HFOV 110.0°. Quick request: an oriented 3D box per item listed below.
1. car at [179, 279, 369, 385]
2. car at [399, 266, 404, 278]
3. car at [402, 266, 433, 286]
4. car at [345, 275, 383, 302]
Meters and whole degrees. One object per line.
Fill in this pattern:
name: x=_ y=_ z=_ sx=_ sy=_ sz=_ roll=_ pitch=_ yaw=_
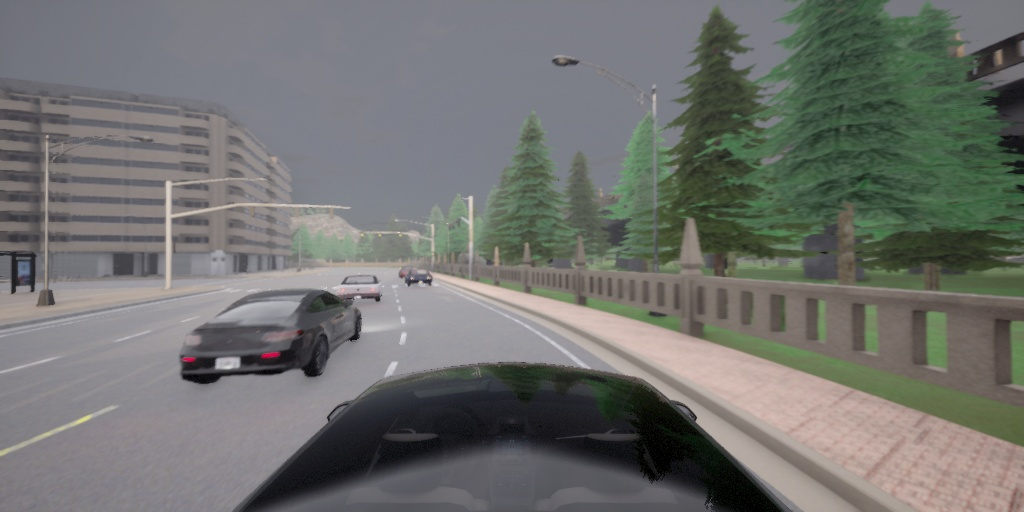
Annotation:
car: x=-4.411 y=1.374 z=7.293 sx=1.812 sy=1.442 sz=4.674 roll=0 pitch=-1 yaw=-11
car: x=-12.307 y=1.868 z=42.467 sx=1.994 sy=1.385 sz=4.181 roll=-1 pitch=-1 yaw=-19
car: x=-7.622 y=1.716 z=29.105 sx=1.895 sy=1.301 sz=4.718 roll=0 pitch=-1 yaw=-19
car: x=-7.626 y=1.596 z=18.276 sx=1.895 sy=1.301 sz=4.718 roll=0 pitch=-1 yaw=-18
